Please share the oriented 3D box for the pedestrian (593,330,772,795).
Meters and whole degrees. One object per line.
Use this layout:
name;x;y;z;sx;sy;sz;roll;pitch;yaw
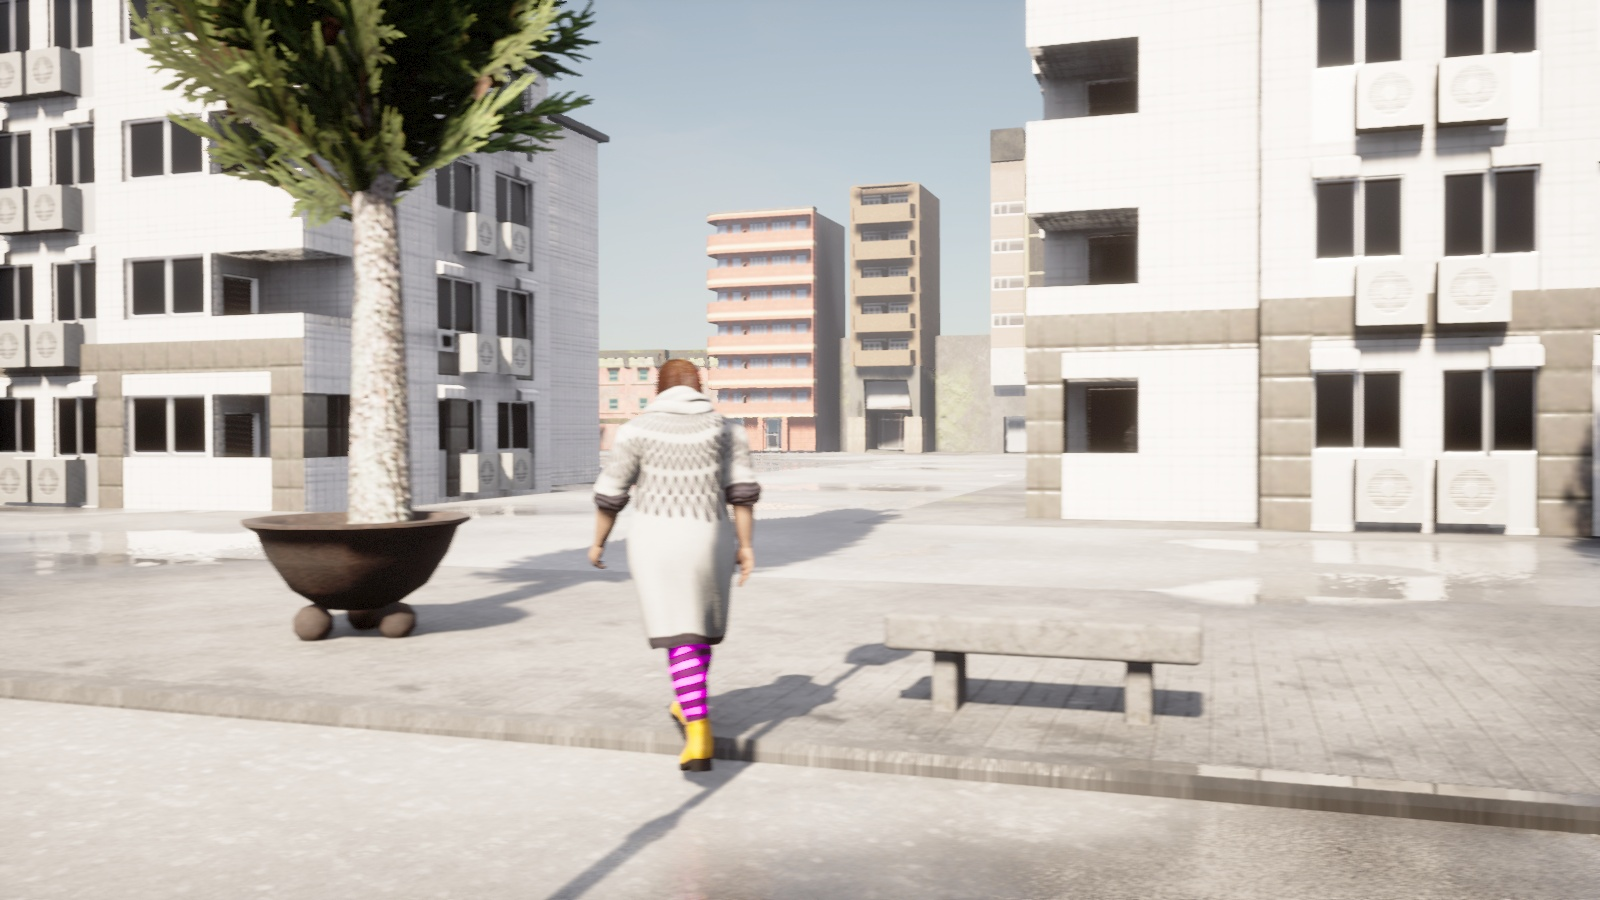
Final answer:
pedestrian;-0.564;0.469;5.776;0.659;1.952;0.873;0;1;-17
